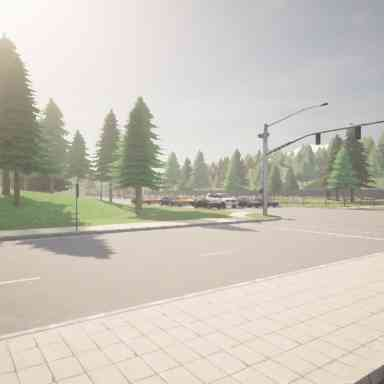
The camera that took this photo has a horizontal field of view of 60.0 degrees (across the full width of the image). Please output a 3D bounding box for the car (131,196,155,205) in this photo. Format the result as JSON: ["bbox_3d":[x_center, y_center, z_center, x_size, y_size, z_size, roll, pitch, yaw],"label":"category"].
[{"bbox_3d":[-9.290,1.547,60.302,2.033,1.411,5.357,0,0,-36],"label":"car"}]

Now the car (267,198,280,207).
[{"bbox_3d":[10.604,1.547,50.230,2.033,1.411,5.357,0,0,-35],"label":"car"}]

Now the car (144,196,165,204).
[{"bbox_3d":[-7.156,1.478,63.376,1.882,1.535,5.008,0,0,-35],"label":"car"}]

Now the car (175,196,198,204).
[{"bbox_3d":[-1.143,1.547,67.047,2.033,1.411,5.357,0,0,-34],"label":"car"}]

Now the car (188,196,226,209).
[{"bbox_3d":[1.931,1.601,44.296,1.895,1.301,4.718,0,0,-35],"label":"car"}]

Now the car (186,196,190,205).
[{"bbox_3d":[-1.492,1.478,55.262,1.882,1.535,5.008,0,0,-35],"label":"car"}]

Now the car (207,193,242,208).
[{"bbox_3d":[4.118,1.221,47.285,2.150,2.045,5.566,0,0,-34],"label":"car"}]

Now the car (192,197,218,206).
[{"bbox_3d":[2.167,1.601,56.149,1.895,1.301,4.718,0,0,-35],"label":"car"}]

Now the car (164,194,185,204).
[{"bbox_3d":[-3.404,1.352,64.131,2.097,1.767,4.553,0,0,-35],"label":"car"}]

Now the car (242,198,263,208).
[{"bbox_3d":[7.677,1.547,48.301,2.033,1.411,5.357,0,0,-35],"label":"car"}]

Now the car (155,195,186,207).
[{"bbox_3d":[-3.424,1.505,51.919,1.837,1.490,4.892,0,0,-35],"label":"car"}]
